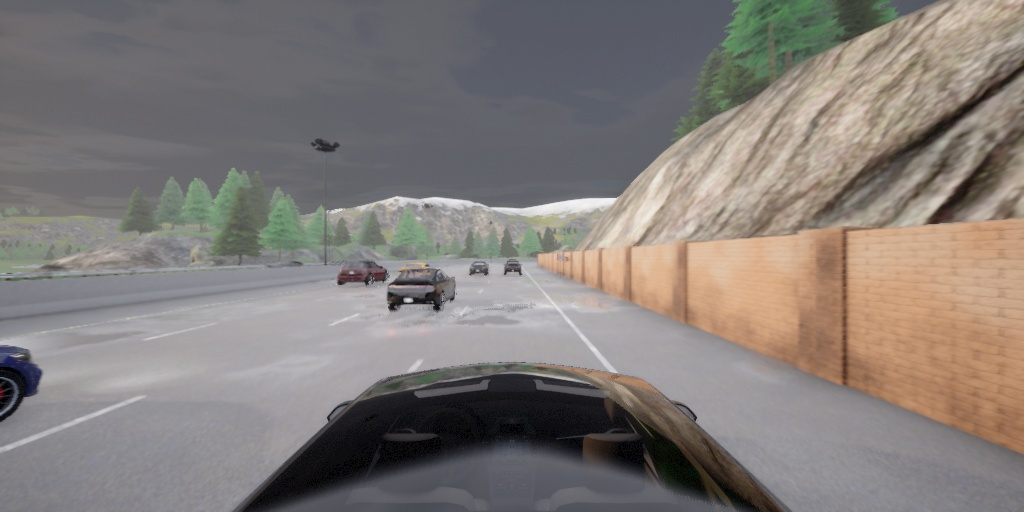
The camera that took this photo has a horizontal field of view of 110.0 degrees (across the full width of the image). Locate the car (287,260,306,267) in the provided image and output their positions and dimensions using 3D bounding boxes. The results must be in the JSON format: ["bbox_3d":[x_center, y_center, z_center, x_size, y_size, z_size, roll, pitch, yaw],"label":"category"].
[{"bbox_3d":[-24.562,1.256,39.266,1.837,1.490,4.892,0,0,0],"label":"car"}]

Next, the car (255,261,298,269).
[{"bbox_3d":[-21.083,1.351,30.980,1.895,1.301,4.718,0,0,0],"label":"car"}]

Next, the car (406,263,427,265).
[{"bbox_3d":[-6.909,1.228,26.448,1.882,1.535,5.008,0,0,0],"label":"car"}]

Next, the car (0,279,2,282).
[{"bbox_3d":[-28.092,1.227,16.867,1.882,1.535,5.008,0,0,0],"label":"car"}]

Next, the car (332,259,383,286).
[{"bbox_3d":[-10.409,1.102,25.408,2.097,1.767,4.553,0,0,0],"label":"car"}]

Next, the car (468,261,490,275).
[{"bbox_3d":[-3.413,1.276,38.105,1.812,1.442,4.674,0,0,0],"label":"car"}]

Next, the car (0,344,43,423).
[{"bbox_3d":[-6.904,1.276,2.556,1.812,1.442,4.674,0,0,0],"label":"car"}]

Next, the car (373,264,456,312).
[{"bbox_3d":[-3.407,1.240,14.229,2.128,1.511,4.902,0,0,0],"label":"car"}]

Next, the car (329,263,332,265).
[{"bbox_3d":[-28.026,1.320,58.421,1.994,1.385,4.181,0,0,0],"label":"car"}]

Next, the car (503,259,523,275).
[{"bbox_3d":[0.089,1.254,39.974,1.837,1.490,4.892,0,0,0],"label":"car"}]
